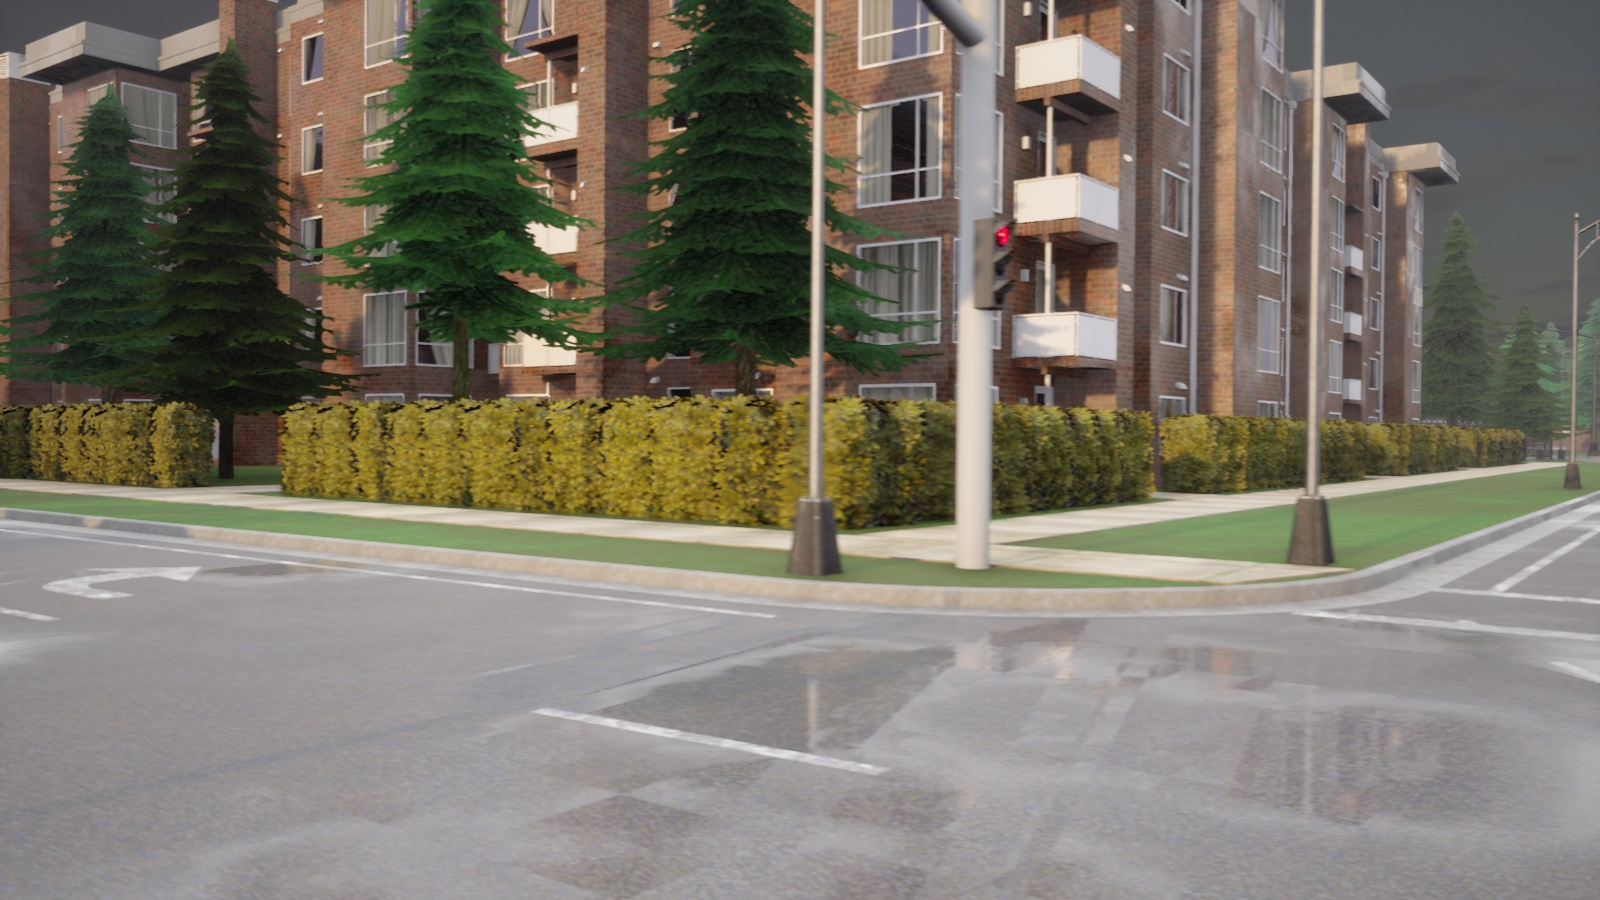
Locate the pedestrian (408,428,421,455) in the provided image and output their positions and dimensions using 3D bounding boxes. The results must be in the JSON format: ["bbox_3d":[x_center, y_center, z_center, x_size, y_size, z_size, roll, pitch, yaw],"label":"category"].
[{"bbox_3d":[-27.695,-0.621,90.209,0.423,1.949,0.788,0,1,39],"label":"pedestrian"}]
